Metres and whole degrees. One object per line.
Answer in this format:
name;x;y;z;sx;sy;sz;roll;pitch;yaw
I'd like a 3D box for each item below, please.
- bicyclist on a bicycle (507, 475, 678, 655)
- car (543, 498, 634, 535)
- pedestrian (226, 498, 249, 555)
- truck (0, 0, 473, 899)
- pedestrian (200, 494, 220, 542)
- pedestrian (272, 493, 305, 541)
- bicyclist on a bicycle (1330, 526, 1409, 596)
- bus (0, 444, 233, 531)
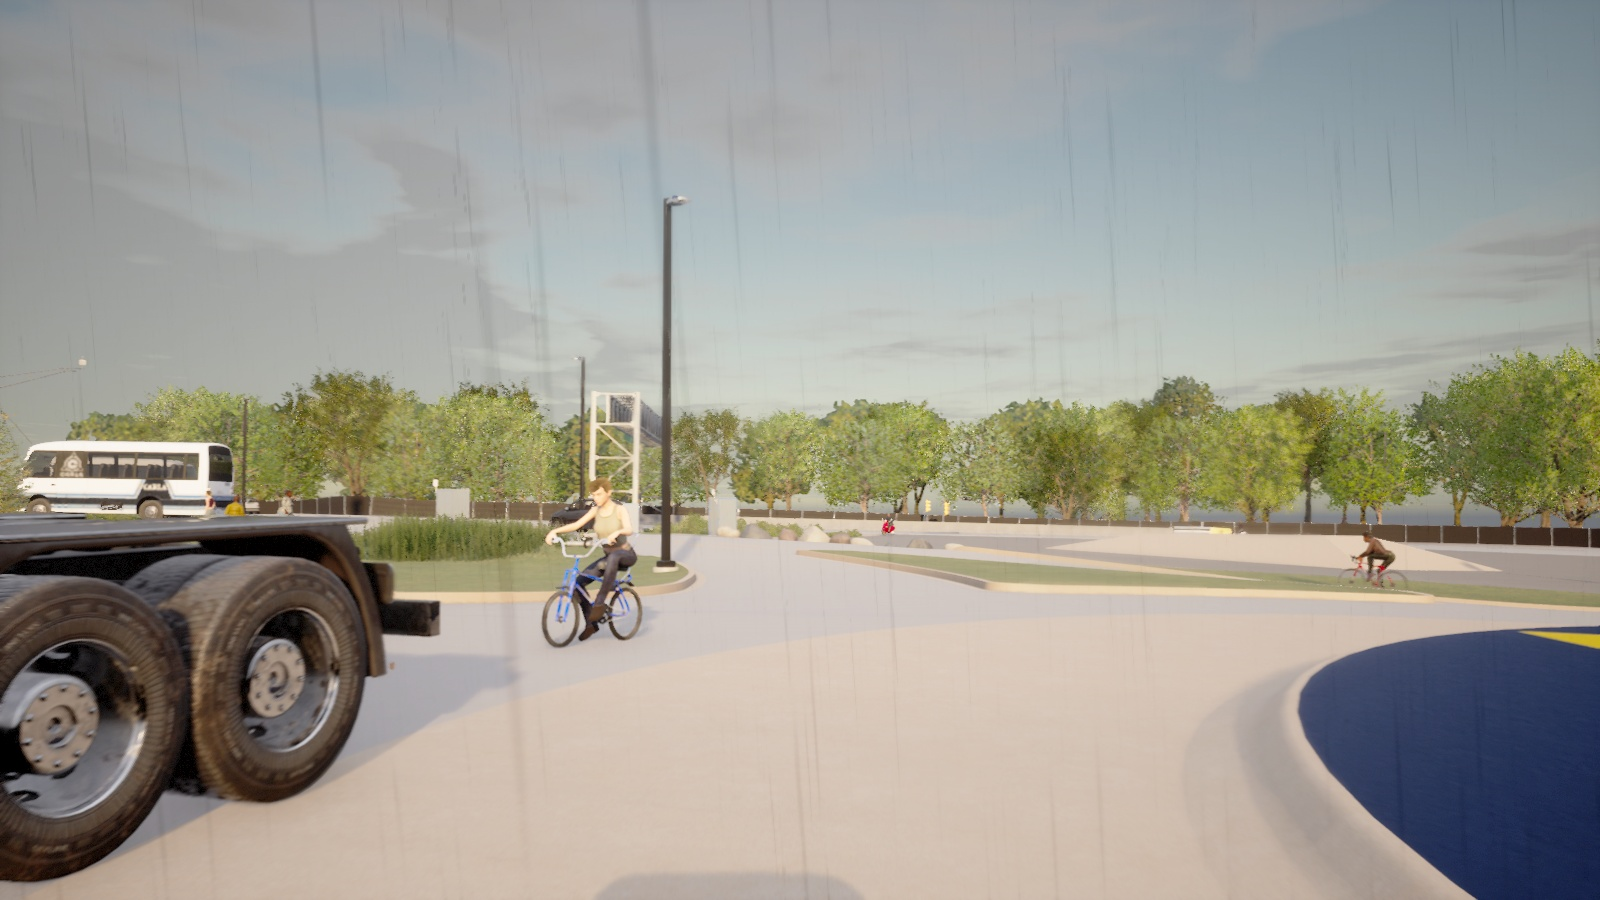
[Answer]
bicyclist on a bicycle;-1.974;1.082;12.157;0.866;1.612;1.509;-2;-4;30
car;-9.674;3.066;57.303;3.988;1.617;1.851;-3;-6;38
pedestrian;-18.357;2.479;40.954;0.370;1.835;0.726;-1;-3;3
truck;-4.543;-0.072;3.926;2.891;3.462;7.936;-1;-1;19
pedestrian;-22.565;2.608;48.014;0.594;1.836;0.345;-2;-3;22
pedestrian;-20.353;2.667;49.963;0.900;1.855;0.874;-1;-3;4
bicyclist on a bicycle;14.269;2.764;31.463;1.656;1.620;0.582;0;-6;40
bus;-35.465;1.978;64.989;10.273;4.253;3.944;1;-3;0
